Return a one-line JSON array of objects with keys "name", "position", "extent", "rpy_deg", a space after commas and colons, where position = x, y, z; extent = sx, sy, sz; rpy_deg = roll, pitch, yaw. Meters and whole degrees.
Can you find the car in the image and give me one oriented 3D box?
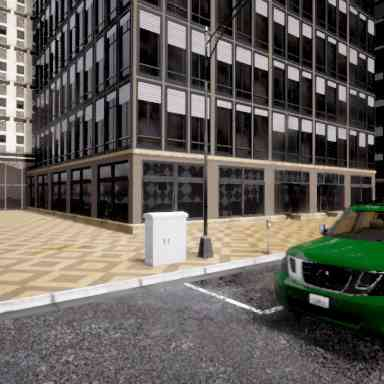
[{"name": "car", "position": [4.021, 1.225, 6.453], "extent": [5.566, 2.045, 2.150], "rpy_deg": [0, 0, -37]}]
